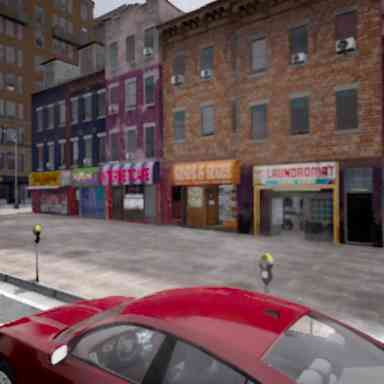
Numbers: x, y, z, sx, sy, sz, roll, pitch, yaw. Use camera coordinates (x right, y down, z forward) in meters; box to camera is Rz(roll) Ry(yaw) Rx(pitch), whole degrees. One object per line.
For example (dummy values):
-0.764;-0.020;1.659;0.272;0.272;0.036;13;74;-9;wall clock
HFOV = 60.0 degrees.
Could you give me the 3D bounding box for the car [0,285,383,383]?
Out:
-0.040;1.530;2.849;4.507;1.381;1.887;1;-1;35;car
